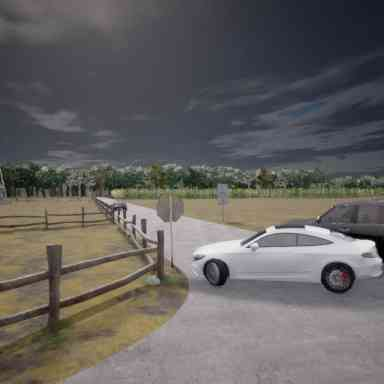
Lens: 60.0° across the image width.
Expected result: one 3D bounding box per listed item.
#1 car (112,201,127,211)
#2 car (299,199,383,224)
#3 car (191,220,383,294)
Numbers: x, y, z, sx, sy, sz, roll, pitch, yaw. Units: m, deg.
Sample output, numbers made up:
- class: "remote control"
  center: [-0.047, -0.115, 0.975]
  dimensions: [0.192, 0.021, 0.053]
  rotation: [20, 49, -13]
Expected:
- class: "car"
  center: [-10.795, 1.979, 49.473]
  dimensions: [2.033, 1.411, 5.357]
  rotation: [-2, 0, -18]
- class: "car"
  center: [5.103, 1.225, 9.799]
  dimensions: [2.150, 2.045, 5.566]
  rotation: [-2, 0, -40]
- class: "car"
  center: [2.299, 1.612, 8.705]
  dimensions: [4.674, 1.442, 1.812]
  rotation: [-2, 0, 16]
